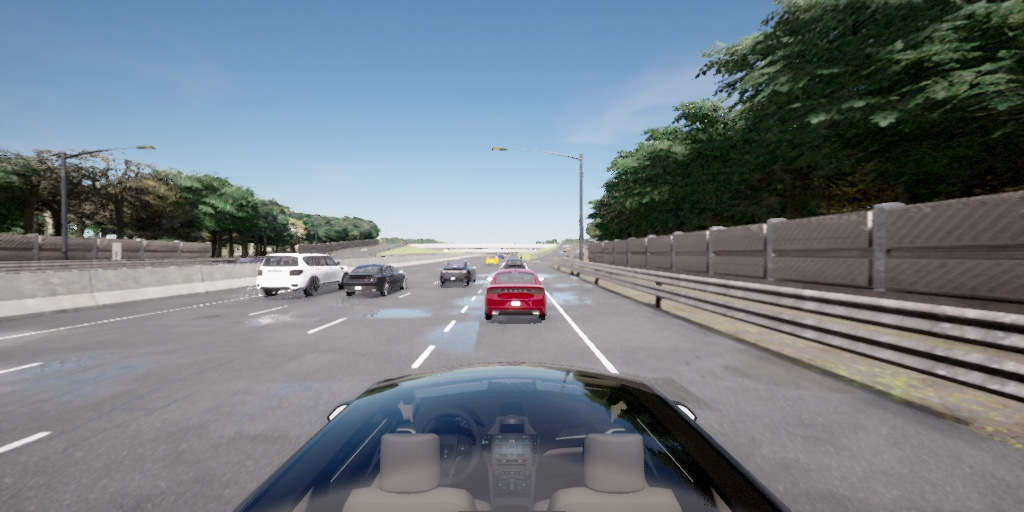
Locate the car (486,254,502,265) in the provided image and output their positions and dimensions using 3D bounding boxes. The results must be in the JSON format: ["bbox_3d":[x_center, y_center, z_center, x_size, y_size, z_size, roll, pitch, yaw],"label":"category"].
[{"bbox_3d":[-3.186,0.676,59.222,1.882,1.535,5.008,0,1,0],"label":"car"}]

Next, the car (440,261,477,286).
[{"bbox_3d":[-3.449,1.089,23.493,2.128,1.511,4.902,0,1,0],"label":"car"}]

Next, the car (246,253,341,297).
[{"bbox_3d":[-10.369,0.875,18.383,2.150,2.045,5.566,0,1,0],"label":"car"}]

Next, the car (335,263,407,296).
[{"bbox_3d":[-6.868,1.157,18.450,1.837,1.490,4.892,0,1,0],"label":"car"}]

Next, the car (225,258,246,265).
[{"bbox_3d":[-31.328,0.935,42.658,2.033,1.411,5.357,0,1,0],"label":"car"}]

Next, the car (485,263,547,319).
[{"bbox_3d":[0.115,1.185,12.669,1.882,1.535,5.008,0,0,0],"label":"car"}]

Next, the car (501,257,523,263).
[{"bbox_3d":[0.192,1.018,30.942,1.837,1.490,4.892,0,1,0],"label":"car"}]
